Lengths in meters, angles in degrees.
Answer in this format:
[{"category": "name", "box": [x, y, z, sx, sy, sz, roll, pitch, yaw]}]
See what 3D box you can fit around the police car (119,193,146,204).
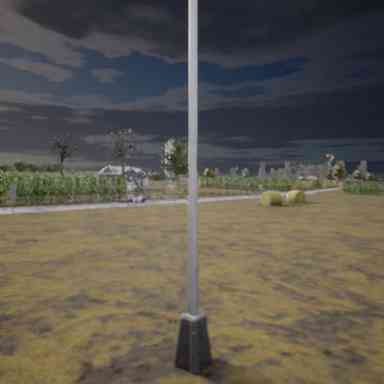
[{"category": "police car", "box": [-9.818, 1.063, 54.644, 2.038, 1.542, 4.974, 3, 2, 36]}]
